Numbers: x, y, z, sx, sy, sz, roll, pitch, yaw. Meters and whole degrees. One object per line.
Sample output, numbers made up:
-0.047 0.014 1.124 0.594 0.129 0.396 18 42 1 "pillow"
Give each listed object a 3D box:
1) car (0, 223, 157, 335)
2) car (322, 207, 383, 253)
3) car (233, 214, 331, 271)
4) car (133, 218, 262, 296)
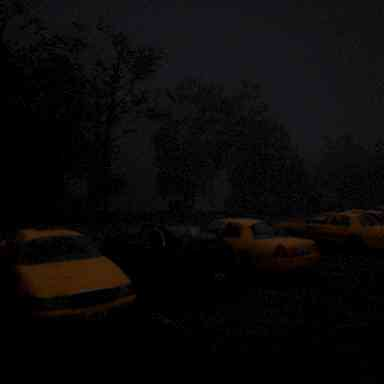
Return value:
-2.969 1.478 7.100 1.946 1.575 5.366 0 0 -35 "car"
5.958 1.490 13.917 1.946 1.575 5.366 0 0 -35 "car"
1.338 1.483 10.624 1.946 1.575 5.366 0 0 -35 "car"
-0.812 1.484 8.858 2.231 1.521 4.892 0 0 -35 "car"
